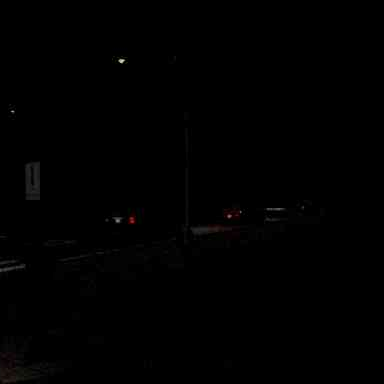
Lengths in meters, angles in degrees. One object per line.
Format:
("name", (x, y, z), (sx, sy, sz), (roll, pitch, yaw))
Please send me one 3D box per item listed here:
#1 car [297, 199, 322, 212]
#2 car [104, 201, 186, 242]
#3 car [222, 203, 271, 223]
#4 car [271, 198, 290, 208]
("car", (13.650, 1.531, 38.673), (1.812, 1.442, 4.674), (-1, -1, 35))
("car", (-2.056, 1.317, 16.507), (2.097, 1.767, 4.553), (-1, 0, 35))
("car", (3.939, 1.505, 24.968), (1.812, 1.442, 4.674), (-1, 0, 35))
("car", (13.068, 1.614, 49.094), (1.812, 1.442, 4.674), (-1, -1, 35))
